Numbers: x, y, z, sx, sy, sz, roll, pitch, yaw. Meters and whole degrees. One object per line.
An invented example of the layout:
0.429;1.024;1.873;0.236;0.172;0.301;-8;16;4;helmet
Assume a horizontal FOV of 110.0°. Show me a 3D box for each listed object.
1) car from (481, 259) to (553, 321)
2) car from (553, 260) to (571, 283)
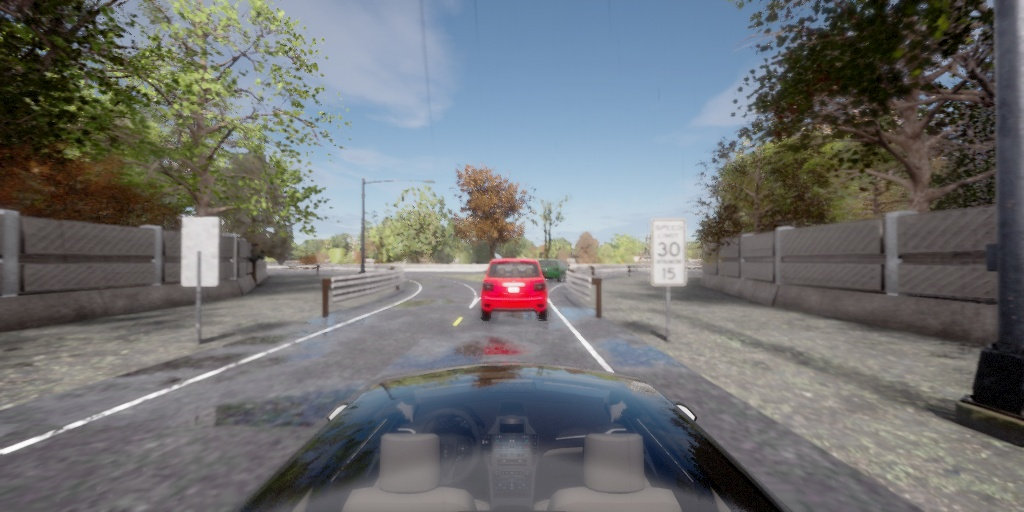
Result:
0.135;1.123;13.400;2.150;2.045;5.566;0;0;2;car
4.084;1.379;33.662;2.150;2.045;5.566;0;-1;23;car
